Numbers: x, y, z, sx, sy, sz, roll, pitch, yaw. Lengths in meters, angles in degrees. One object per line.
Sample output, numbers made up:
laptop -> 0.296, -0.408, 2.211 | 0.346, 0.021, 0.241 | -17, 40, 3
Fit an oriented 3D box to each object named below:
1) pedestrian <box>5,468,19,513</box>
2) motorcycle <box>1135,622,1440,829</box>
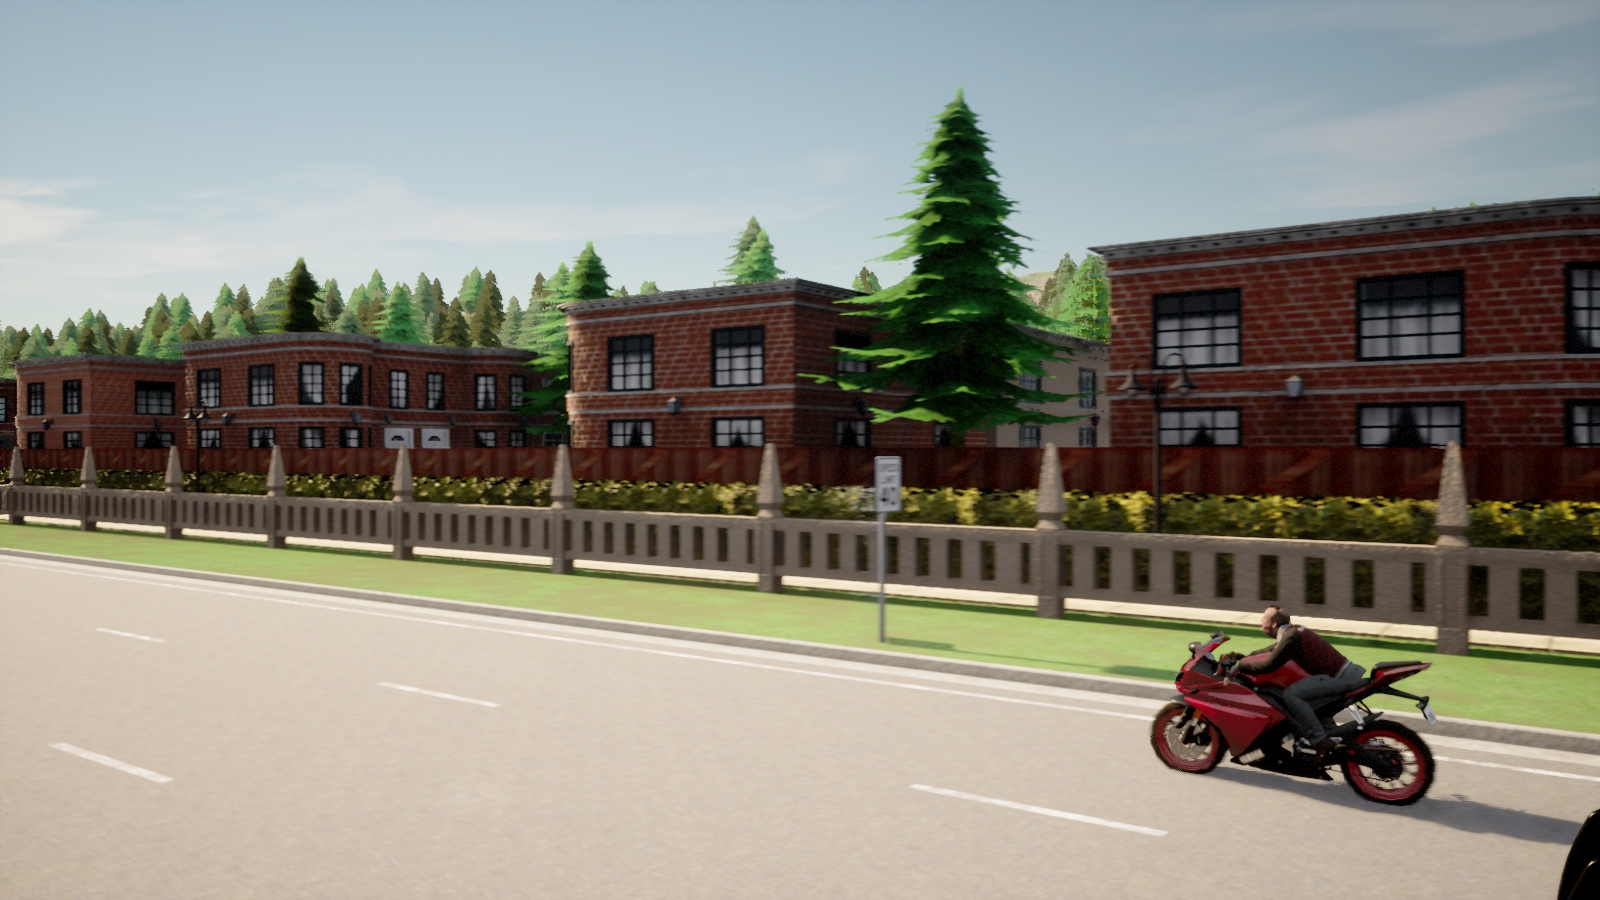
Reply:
pedestrian -> -32.925, 1.699, 47.744 | 0.375, 1.860, 0.375 | 0, 0, 35
motorcycle -> 4.021, 2.205, 9.514 | 2.209, 1.251, 0.867 | 0, 0, 35
